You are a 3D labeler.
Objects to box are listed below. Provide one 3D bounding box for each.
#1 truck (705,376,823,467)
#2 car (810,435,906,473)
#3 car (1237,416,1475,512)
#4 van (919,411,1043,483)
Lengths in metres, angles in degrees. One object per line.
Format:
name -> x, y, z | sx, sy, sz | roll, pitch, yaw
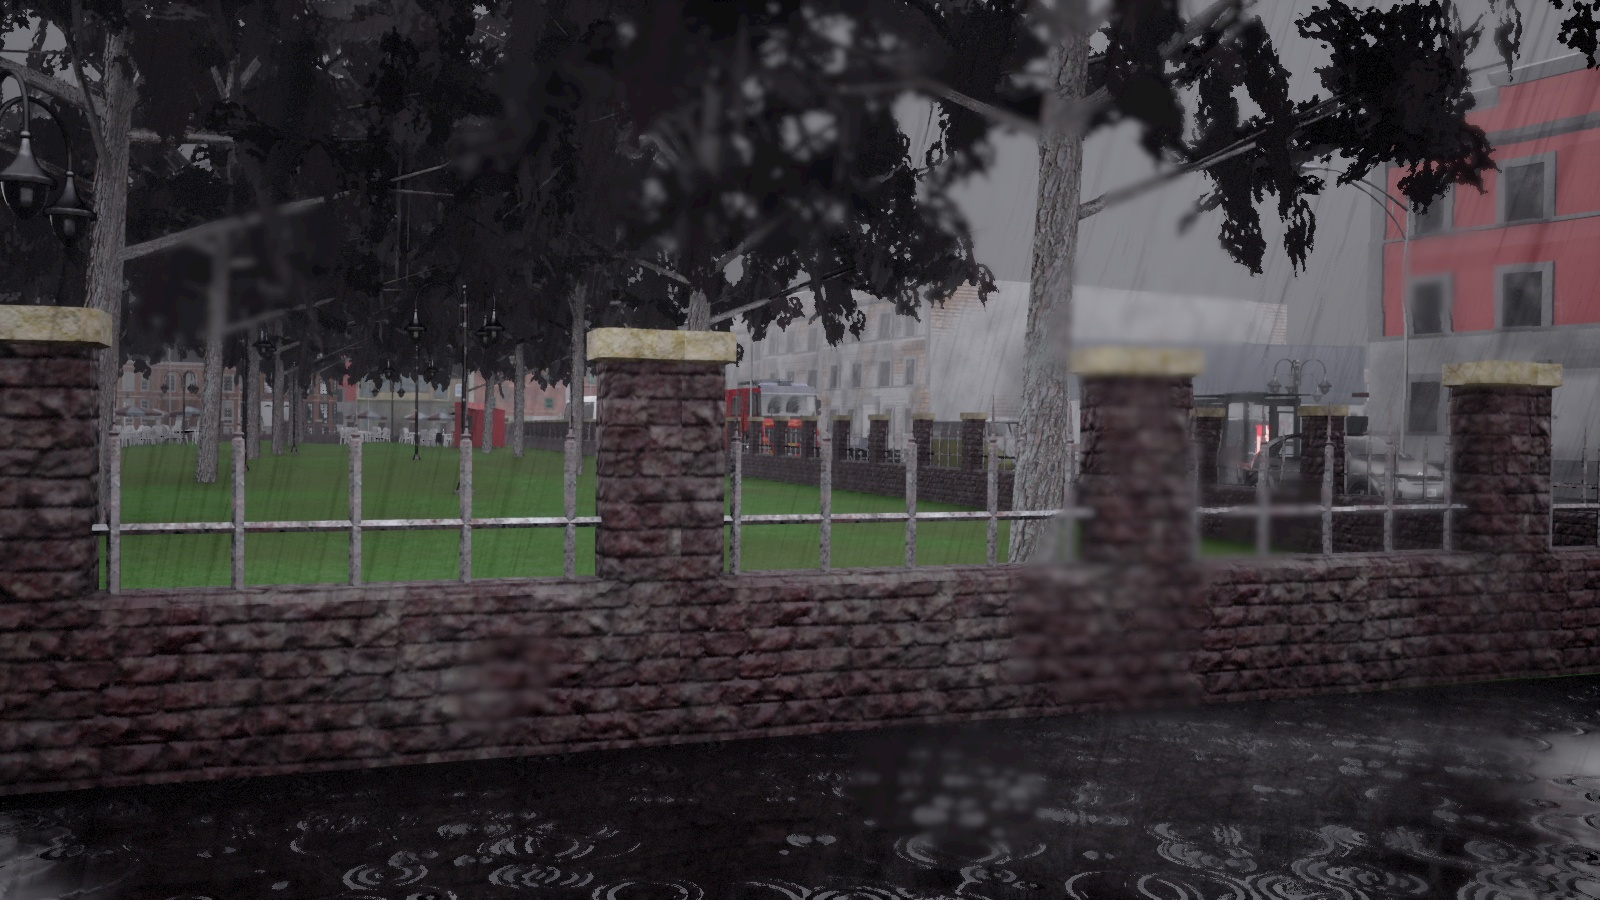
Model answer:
truck -> -1.803, -1.282, 57.441 | 2.891, 3.827, 8.468 | -1, 1, -20
car -> 2.087, 0.118, 46.563 | 1.895, 1.301, 4.718 | -1, 1, -20
car -> 10.278, 0.202, 23.553 | 1.851, 1.617, 3.988 | -1, 1, -19
van -> 5.323, -0.116, 37.445 | 1.775, 1.987, 4.442 | -1, 1, -20
